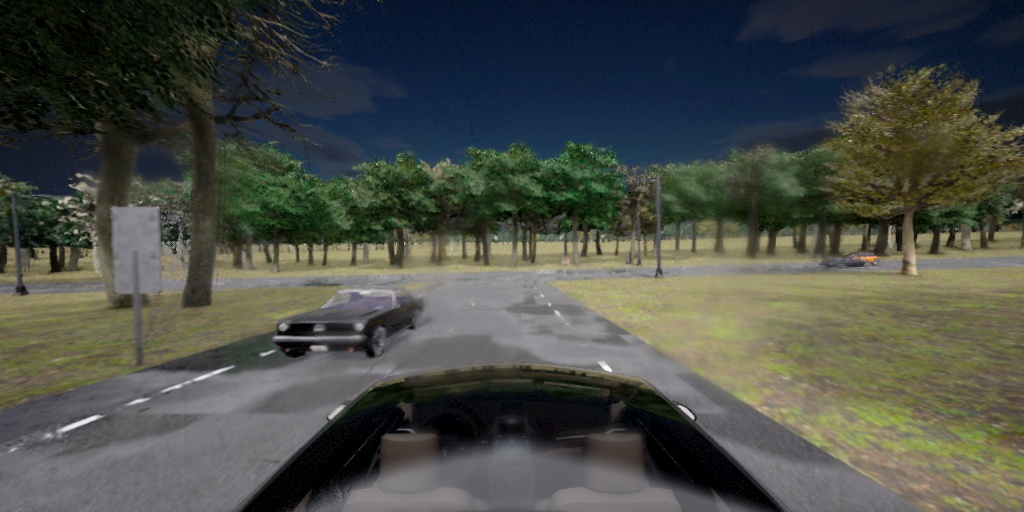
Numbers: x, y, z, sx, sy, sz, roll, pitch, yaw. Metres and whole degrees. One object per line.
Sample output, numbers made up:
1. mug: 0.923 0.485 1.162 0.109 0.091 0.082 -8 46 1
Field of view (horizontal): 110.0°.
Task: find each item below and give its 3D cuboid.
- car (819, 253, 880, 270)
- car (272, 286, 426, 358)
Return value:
1. car: 39.829 0.783 42.651 5.357 1.411 2.033 -2 2 0
2. car: -3.602 1.458 8.923 1.895 1.301 4.718 0 -1 0
